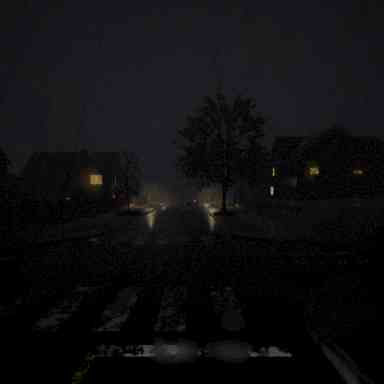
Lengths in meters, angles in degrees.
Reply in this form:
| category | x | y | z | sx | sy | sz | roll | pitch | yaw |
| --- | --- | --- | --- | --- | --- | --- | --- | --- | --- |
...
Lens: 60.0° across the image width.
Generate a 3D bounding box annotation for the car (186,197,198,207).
| category | x | y | z | sx | sy | sz | roll | pitch | yaw |
| --- | --- | --- | --- | --- | --- | --- | --- | --- | --- |
| car | 0.046 | 1.558 | 53.660 | 2.128 | 1.511 | 4.902 | 0 | 0 | 0 |
